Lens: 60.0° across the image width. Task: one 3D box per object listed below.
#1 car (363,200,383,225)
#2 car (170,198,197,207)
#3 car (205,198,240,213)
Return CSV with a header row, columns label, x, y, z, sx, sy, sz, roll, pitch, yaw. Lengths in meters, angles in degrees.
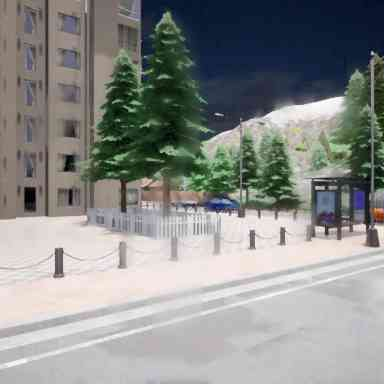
label,x,y,z,sx,sy,sz,roll,pitch,yaw
car,13.727,1.367,22.062,2.097,1.767,4.553,0,0,-34
car,-1.337,1.616,49.961,1.895,1.301,4.718,0,0,-35
car,3.447,1.493,36.857,1.882,1.535,5.008,0,0,-35
